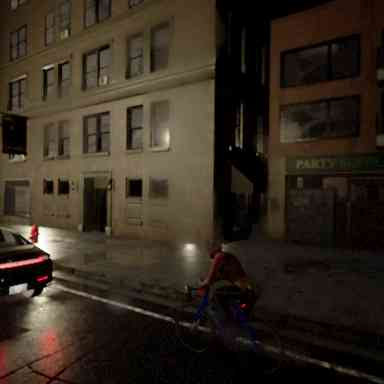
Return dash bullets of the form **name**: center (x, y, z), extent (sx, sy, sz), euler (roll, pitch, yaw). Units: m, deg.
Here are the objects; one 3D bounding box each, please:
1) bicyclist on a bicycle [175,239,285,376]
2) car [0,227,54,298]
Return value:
- **bicyclist on a bicycle**: center (0.420, 1.452, 4.375), extent (1.656, 1.620, 0.582), euler (0, 0, 36)
- **car**: center (-5.015, 1.489, 7.300), extent (4.902, 1.511, 2.128), euler (0, 0, 36)
